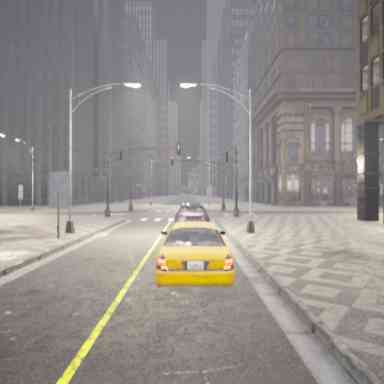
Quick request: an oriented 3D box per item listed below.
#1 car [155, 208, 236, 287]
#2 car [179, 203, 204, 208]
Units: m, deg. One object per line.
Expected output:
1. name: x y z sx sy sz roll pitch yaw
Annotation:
1. car: 0.048 1.452 9.261 1.801 1.575 5.366 0 0 -1
2. car: -0.014 1.431 19.403 2.033 1.649 4.856 0 0 -1
